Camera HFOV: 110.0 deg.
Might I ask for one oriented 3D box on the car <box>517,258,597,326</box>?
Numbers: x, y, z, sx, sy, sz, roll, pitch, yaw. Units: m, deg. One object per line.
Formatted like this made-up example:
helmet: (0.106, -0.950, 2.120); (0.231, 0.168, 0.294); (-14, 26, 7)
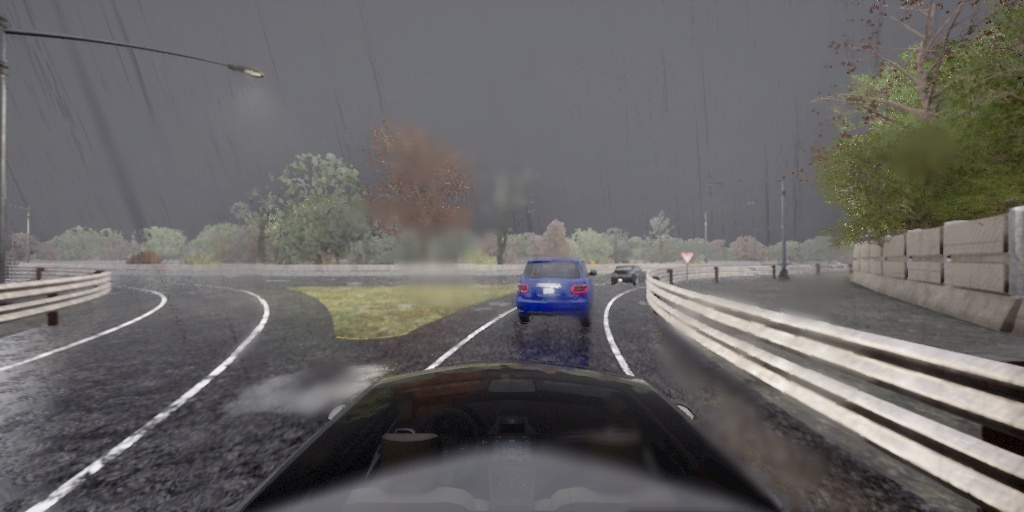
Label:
car: (1.678, 1.071, 12.379); (2.150, 2.045, 5.566); (0, 0, 14)

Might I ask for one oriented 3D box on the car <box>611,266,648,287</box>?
car: (9.196, 1.497, 27.737); (1.837, 1.490, 4.892); (-1, -1, 36)
